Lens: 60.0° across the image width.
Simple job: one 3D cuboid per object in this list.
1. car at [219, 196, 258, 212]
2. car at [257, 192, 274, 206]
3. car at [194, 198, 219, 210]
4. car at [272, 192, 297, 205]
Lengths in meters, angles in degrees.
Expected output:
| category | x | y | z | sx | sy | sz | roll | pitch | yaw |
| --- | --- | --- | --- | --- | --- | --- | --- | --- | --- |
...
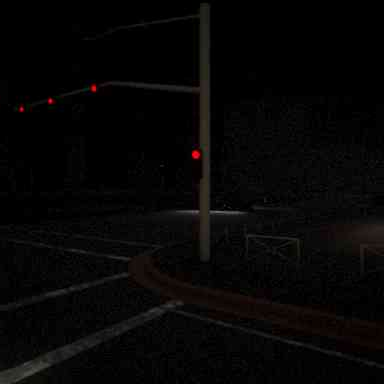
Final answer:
| category | x | y | z | sx | sy | sz | roll | pitch | yaw |
| --- | --- | --- | --- | --- | --- | --- | --- | --- | --- |
| car | 5.491 | 1.441 | 38.828 | 1.837 | 1.490 | 4.892 | 0 | 0 | 36 |
| car | 11.952 | 0.966 | 53.744 | 2.150 | 2.045 | 5.566 | 0 | 0 | 36 |
| car | 2.164 | 1.461 | 40.177 | 1.812 | 1.442 | 4.674 | 0 | 0 | 35 |
| car | 14.819 | 1.131 | 51.735 | 2.033 | 1.411 | 5.357 | 0 | 0 | 36 |
